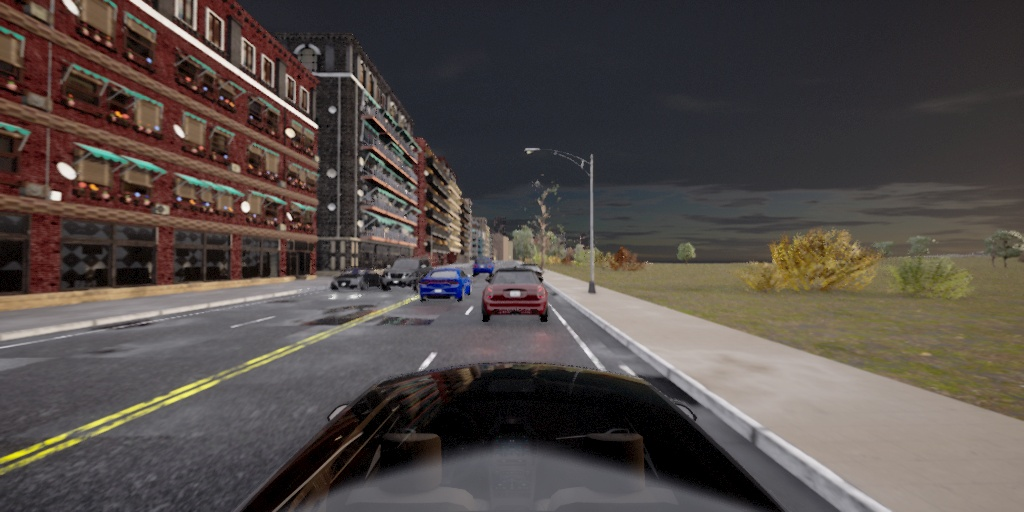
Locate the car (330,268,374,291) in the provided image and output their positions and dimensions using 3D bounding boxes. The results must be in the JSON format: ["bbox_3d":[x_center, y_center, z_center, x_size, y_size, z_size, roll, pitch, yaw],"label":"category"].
[{"bbox_3d":[-9.855,1.475,23.008,1.994,1.385,4.181,0,0,0],"label":"car"}]

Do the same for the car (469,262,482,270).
[{"bbox_3d":[-6.534,1.823,65.031,1.895,1.301,4.718,0,0,0],"label":"car"}]

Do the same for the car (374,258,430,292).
[{"bbox_3d":[-6.605,1.134,23.162,2.150,2.045,5.566,0,0,0],"label":"car"}]

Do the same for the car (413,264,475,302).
[{"bbox_3d":[-3.154,1.350,17.792,1.882,1.535,5.008,0,0,0],"label":"car"}]

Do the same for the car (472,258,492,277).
[{"bbox_3d":[-3.159,1.266,40.756,2.150,2.045,5.566,0,0,0],"label":"car"}]

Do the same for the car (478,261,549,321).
[{"bbox_3d":[0.094,1.187,12.981,2.097,1.767,4.553,0,-1,0],"label":"car"}]

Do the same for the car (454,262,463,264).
[{"bbox_3d":[-9.783,1.819,64.613,1.895,1.301,4.718,0,0,0],"label":"car"}]

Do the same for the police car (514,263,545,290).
[{"bbox_3d":[1.132,1.354,25.302,1.930,1.638,5.238,0,0,0],"label":"police car"}]
